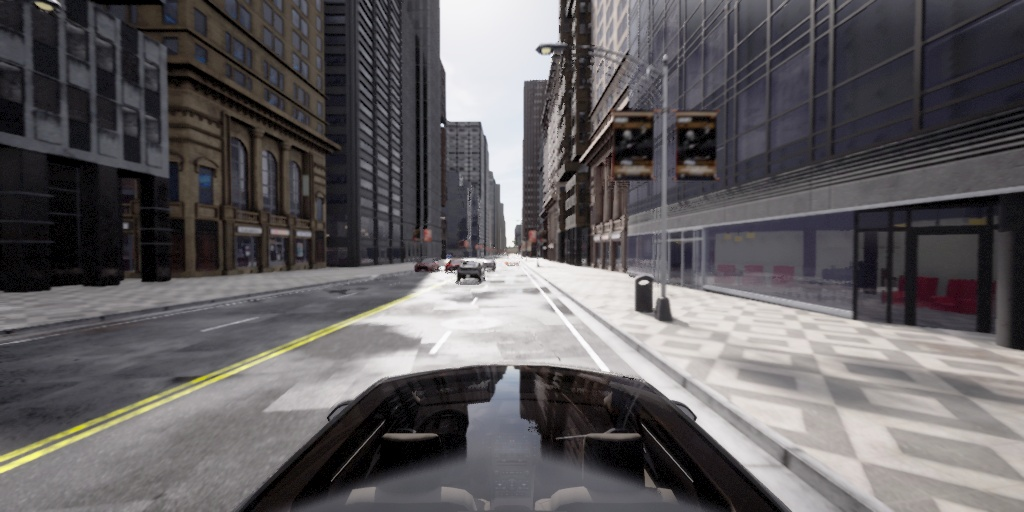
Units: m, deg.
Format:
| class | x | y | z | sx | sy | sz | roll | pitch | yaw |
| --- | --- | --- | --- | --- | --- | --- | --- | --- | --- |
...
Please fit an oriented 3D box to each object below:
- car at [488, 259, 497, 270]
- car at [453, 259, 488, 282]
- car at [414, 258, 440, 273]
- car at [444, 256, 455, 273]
| class | x | y | z | sx | sy | sz | roll | pitch | yaw |
| --- | --- | --- | --- | --- | --- | --- | --- | --- | --- |
| car | -3.145 | 1.180 | 49.465 | 2.033 | 1.411 | 5.357 | 0 | 0 | 0 |
| car | -3.148 | 1.176 | 28.029 | 1.837 | 1.490 | 4.892 | 0 | 0 | 0 |
| car | -9.825 | 1.001 | 41.654 | 2.097 | 1.767 | 4.553 | 0 | 0 | 0 |
| car | -6.576 | 1.128 | 41.676 | 1.882 | 1.535 | 5.008 | 0 | 0 | 0 |
